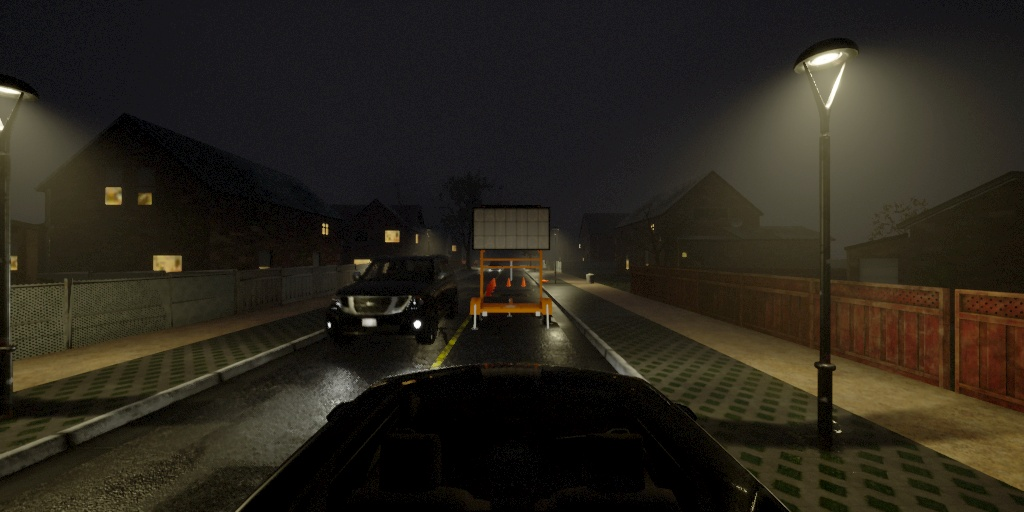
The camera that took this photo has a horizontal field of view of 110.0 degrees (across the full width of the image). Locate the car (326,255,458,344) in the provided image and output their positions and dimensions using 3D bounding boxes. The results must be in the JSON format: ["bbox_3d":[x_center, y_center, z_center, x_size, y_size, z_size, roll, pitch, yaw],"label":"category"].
[{"bbox_3d":[-2.868,0.977,9.956,2.150,2.045,5.566,0,0,0],"label":"car"}]

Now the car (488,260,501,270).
[{"bbox_3d":[-2.888,1.355,60.360,2.097,1.767,4.553,0,0,0],"label":"car"}]

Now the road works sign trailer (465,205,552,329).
[{"bbox_3d":[-0.021,0.222,11.198,2.380,3.560,2.880,0,0,0],"label":"road works sign trailer"}]
